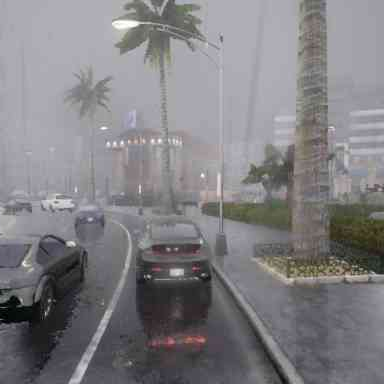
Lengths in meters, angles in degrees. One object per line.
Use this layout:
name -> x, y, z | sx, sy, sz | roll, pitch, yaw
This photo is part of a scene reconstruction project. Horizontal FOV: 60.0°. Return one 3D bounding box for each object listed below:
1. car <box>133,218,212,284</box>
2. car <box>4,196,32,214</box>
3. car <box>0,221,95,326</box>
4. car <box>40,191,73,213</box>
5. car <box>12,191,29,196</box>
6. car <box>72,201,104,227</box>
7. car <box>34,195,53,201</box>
car -> -0.632, 1.504, 9.664 | 1.837, 1.490, 4.892 | 0, 0, -7
car -> -18.394, 1.489, 35.134 | 1.837, 1.490, 4.892 | 1, -1, -40
car -> -3.558, 1.561, 7.045 | 1.994, 1.385, 4.181 | 0, 0, -5
car -> -14.821, 1.209, 36.421 | 2.150, 2.045, 5.566 | 0, 0, -39
car -> -37.893, 1.221, 71.704 | 4.553, 1.767, 2.185 | 0, 0, 21
car -> -7.027, 1.520, 22.580 | 1.812, 1.442, 4.674 | 0, 0, -19
car -> -35.192, 1.375, 78.806 | 4.193, 1.474, 1.816 | 0, 0, 21
